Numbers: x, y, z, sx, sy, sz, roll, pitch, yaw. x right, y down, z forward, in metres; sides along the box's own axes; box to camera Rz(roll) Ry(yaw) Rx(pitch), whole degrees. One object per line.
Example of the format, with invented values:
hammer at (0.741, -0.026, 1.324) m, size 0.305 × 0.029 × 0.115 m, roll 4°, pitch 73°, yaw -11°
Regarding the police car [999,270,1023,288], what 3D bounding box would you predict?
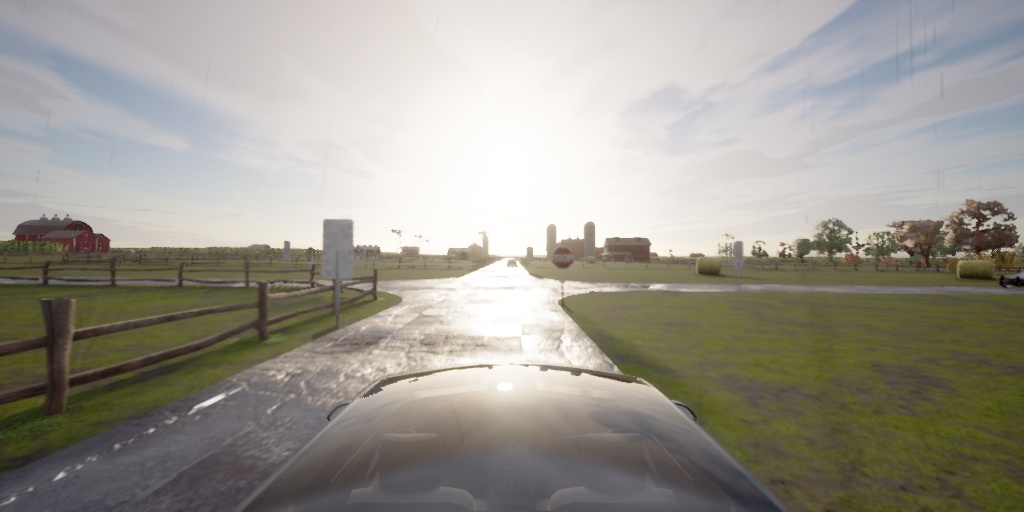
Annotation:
police car at (39.085, 1.654, 26.443) m, size 5.238 × 1.638 × 1.930 m, roll 1°, pitch -1°, yaw -1°
